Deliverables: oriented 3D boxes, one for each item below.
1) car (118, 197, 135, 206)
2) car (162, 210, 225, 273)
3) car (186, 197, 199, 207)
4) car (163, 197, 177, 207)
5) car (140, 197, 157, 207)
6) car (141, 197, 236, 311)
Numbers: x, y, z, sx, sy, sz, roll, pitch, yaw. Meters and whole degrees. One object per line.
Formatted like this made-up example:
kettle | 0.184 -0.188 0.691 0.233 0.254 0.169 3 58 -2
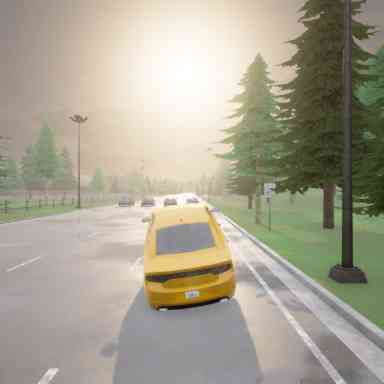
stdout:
car | -10.475 1.547 53.421 2.033 1.411 5.357 0 0 0
car | 0.046 1.557 11.976 1.812 1.442 4.674 1 2 0
car | 0.025 1.564 53.417 1.994 1.385 4.181 0 0 0
car | -3.475 1.564 53.418 1.994 1.385 4.181 0 0 0
car | -6.975 1.547 53.420 2.033 1.411 5.357 0 0 0
car | -0.214 1.101 8.420 1.882 1.535 5.008 -8 15 -3
